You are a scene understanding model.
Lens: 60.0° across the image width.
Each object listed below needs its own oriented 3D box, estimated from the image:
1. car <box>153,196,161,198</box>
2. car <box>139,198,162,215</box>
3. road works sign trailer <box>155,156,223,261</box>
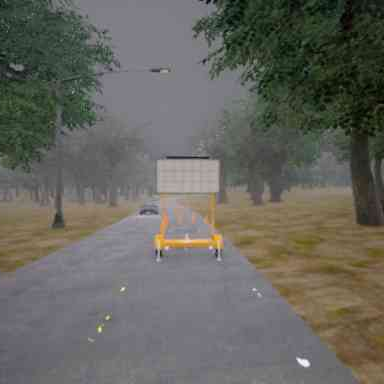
[{"bbox_3d":[-7.848,1.627,75.150,1.812,1.442,4.674,0,0,-5],"label":"car"},{"bbox_3d":[-4.384,1.625,34.567,2.033,1.411,5.357,0,0,-4],"label":"car"},{"bbox_3d":[-0.148,0.481,12.380,2.380,3.560,2.880,0,0,-2],"label":"road works sign trailer"}]
